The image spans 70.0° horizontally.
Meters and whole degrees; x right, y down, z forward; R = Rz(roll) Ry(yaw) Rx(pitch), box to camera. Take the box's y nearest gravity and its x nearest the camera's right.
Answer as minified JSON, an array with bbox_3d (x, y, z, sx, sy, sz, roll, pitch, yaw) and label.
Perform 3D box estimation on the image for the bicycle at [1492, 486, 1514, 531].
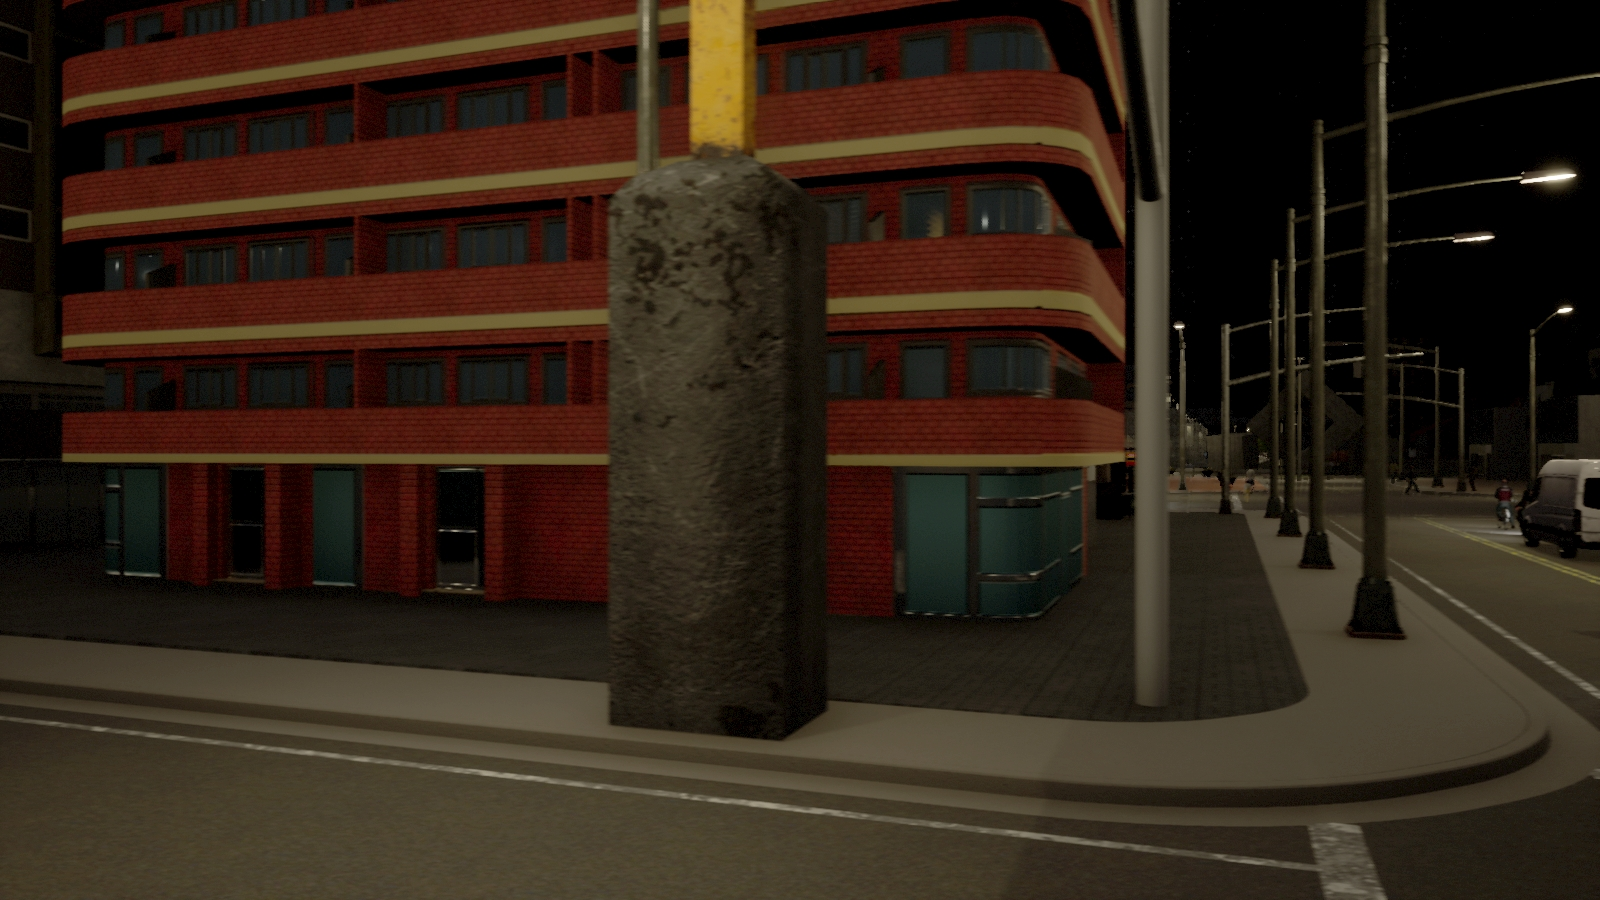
[{"bbox_3d":[24.837,2.047,40.359,0.329,1.496,1.835,0,0,21],"label":"bicycle"}]

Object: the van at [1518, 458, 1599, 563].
[{"bbox_3d":[21.377,1.533,31.066,1.988,2.561,5.915,0,0,20],"label":"van"}]
